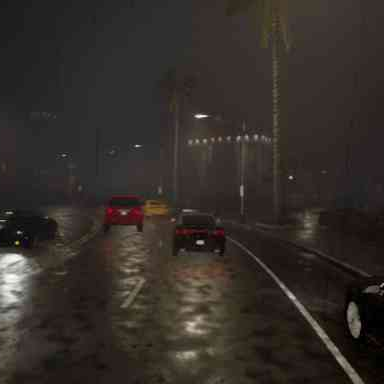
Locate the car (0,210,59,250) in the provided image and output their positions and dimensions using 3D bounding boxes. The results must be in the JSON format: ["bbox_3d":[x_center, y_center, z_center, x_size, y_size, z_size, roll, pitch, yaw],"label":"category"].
[{"bbox_3d":[-6.940,1.438,13.491,1.994,1.385,4.181,2,0,-4],"label":"car"}]

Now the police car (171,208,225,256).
[{"bbox_3d":[0.157,1.480,13.634,1.930,1.638,5.238,2,0,-3],"label":"police car"}]

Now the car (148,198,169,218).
[{"bbox_3d":[-3.664,1.495,29.829,1.882,1.535,5.008,2,0,-23],"label":"car"}]

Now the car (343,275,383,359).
[{"bbox_3d":[3.280,1.601,3.612,1.837,1.490,4.892,1,0,5],"label":"car"}]

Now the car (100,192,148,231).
[{"bbox_3d":[-4.126,1.194,20.232,2.150,2.045,5.566,2,0,-11],"label":"car"}]

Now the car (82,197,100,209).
[{"bbox_3d":[-12.641,1.365,43.327,1.812,1.442,4.674,2,0,-41],"label":"car"}]
